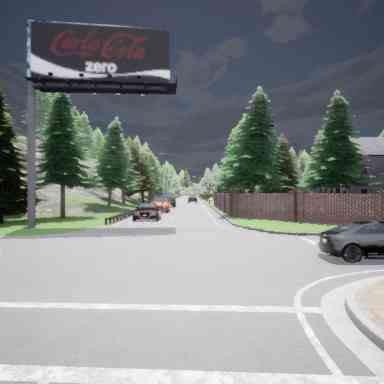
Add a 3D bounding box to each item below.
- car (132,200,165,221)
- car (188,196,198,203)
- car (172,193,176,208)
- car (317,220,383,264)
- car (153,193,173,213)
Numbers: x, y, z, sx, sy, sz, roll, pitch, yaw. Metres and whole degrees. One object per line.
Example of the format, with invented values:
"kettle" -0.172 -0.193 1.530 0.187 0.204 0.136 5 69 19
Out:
"car" -3.553 1.564 26.821 1.994 1.385 4.181 0 0 -1
"car" 0.150 1.505 68.785 1.837 1.490 4.892 0 0 0
"car" -3.549 1.219 49.744 2.150 2.045 5.566 0 0 0
"car" 6.820 1.742 12.092 4.181 1.385 1.994 0 0 1
"car" -3.574 1.352 36.912 2.097 1.767 4.553 0 0 0
